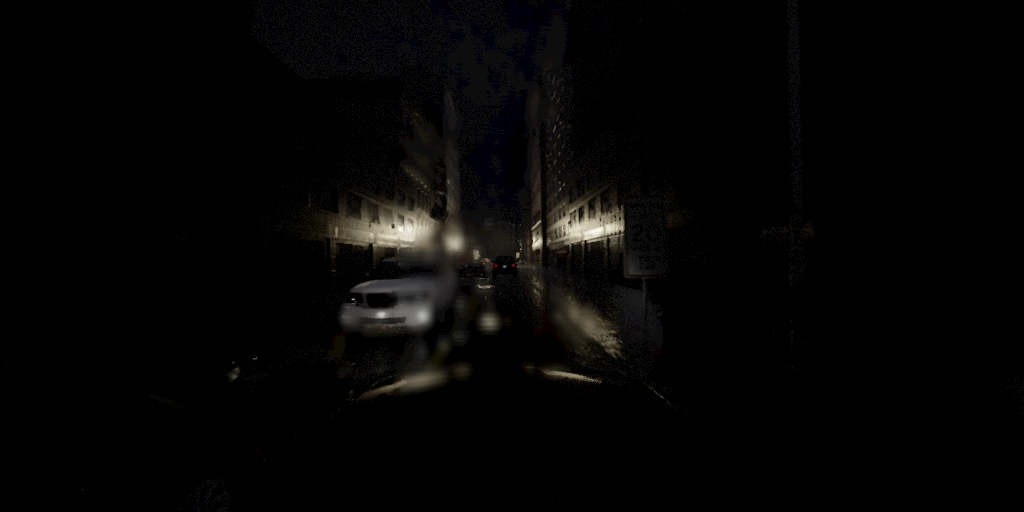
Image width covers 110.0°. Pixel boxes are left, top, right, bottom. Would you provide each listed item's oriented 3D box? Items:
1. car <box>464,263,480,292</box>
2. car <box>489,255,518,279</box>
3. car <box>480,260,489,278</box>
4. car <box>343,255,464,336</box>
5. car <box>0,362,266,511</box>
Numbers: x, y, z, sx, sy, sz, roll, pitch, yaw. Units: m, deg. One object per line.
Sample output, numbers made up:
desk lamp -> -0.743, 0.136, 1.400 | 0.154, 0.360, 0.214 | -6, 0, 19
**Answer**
car -> -3.271, 1.271, 21.225 | 2.128, 1.511, 4.902 | -1, 0, -2
car -> -0.647, 0.963, 32.827 | 2.150, 2.045, 5.566 | -1, 0, -1
car -> -3.484, 1.382, 34.222 | 1.994, 1.385, 4.181 | -1, 0, -1
car -> -3.020, 1.005, 11.019 | 2.150, 2.045, 5.566 | -1, 0, 0
car -> -2.785, 1.298, 0.794 | 1.837, 1.490, 4.892 | -1, 0, -1
